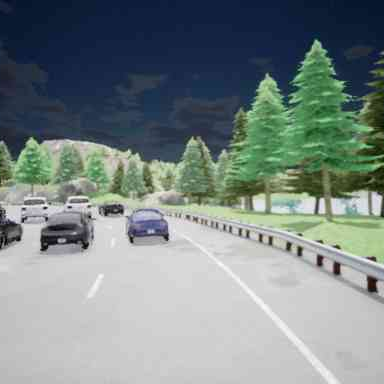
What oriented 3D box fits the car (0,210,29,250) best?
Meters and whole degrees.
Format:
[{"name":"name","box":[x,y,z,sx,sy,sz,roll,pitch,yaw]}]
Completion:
[{"name":"car","box":[-9.117,1.765,15.076,1.994,1.385,4.181,-1,0,-13]}]

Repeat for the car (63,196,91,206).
[{"name":"car","box":[-10.590,1.439,30.749,2.150,2.045,5.566,-1,0,-23]}]

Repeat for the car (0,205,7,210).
[{"name":"car","box":[-18.356,1.883,30.854,1.882,1.535,5.008,-1,0,-25]}]

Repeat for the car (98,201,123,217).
[{"name":"car","box":[-8.379,1.634,34.242,1.882,1.535,5.008,-1,0,-25]}]

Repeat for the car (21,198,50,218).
[{"name":"car","box":[-13.901,1.522,29.588,2.150,2.045,5.566,-1,0,-24]}]

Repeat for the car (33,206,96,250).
[{"name":"car","box":[-5.524,1.619,15.092,1.837,1.490,4.892,-1,0,-13]}]

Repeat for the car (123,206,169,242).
[{"name":"car","box":[-2.302,1.558,16.613,1.812,1.442,4.674,-1,0,-13]}]
